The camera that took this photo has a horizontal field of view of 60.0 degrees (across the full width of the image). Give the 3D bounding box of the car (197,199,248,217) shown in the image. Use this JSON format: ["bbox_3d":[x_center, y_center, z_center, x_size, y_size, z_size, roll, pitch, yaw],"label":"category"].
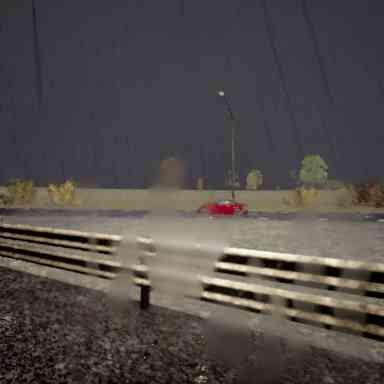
[{"bbox_3d":[2.536,1.307,27.485,4.181,1.385,1.994,0,0,15],"label":"car"}]
